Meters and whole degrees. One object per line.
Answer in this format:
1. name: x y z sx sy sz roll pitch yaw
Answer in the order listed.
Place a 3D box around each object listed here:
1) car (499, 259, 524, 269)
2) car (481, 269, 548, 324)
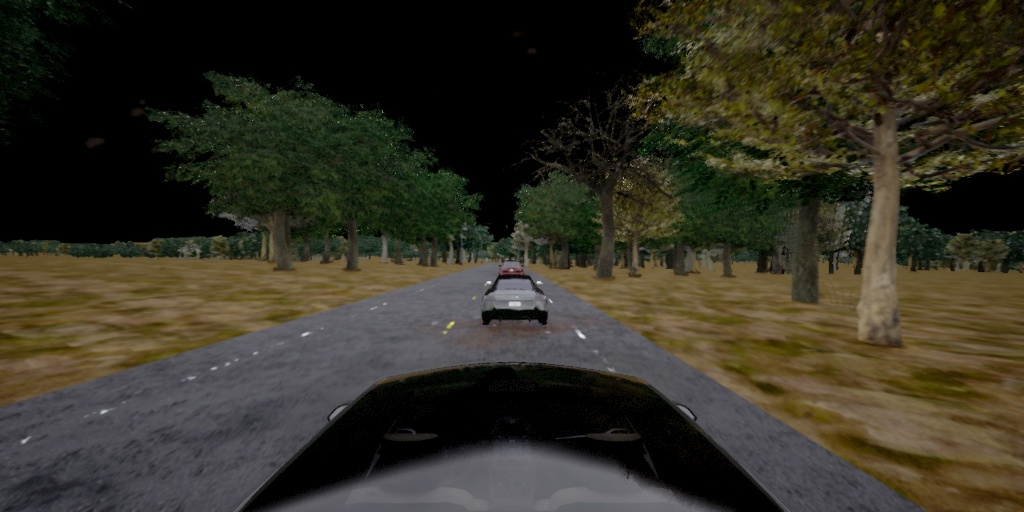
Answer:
1. car: -0.052 1.132 30.065 2.097 1.767 4.553 0 0 -1
2. car: 0.073 1.309 11.950 1.994 1.385 4.181 0 0 0
